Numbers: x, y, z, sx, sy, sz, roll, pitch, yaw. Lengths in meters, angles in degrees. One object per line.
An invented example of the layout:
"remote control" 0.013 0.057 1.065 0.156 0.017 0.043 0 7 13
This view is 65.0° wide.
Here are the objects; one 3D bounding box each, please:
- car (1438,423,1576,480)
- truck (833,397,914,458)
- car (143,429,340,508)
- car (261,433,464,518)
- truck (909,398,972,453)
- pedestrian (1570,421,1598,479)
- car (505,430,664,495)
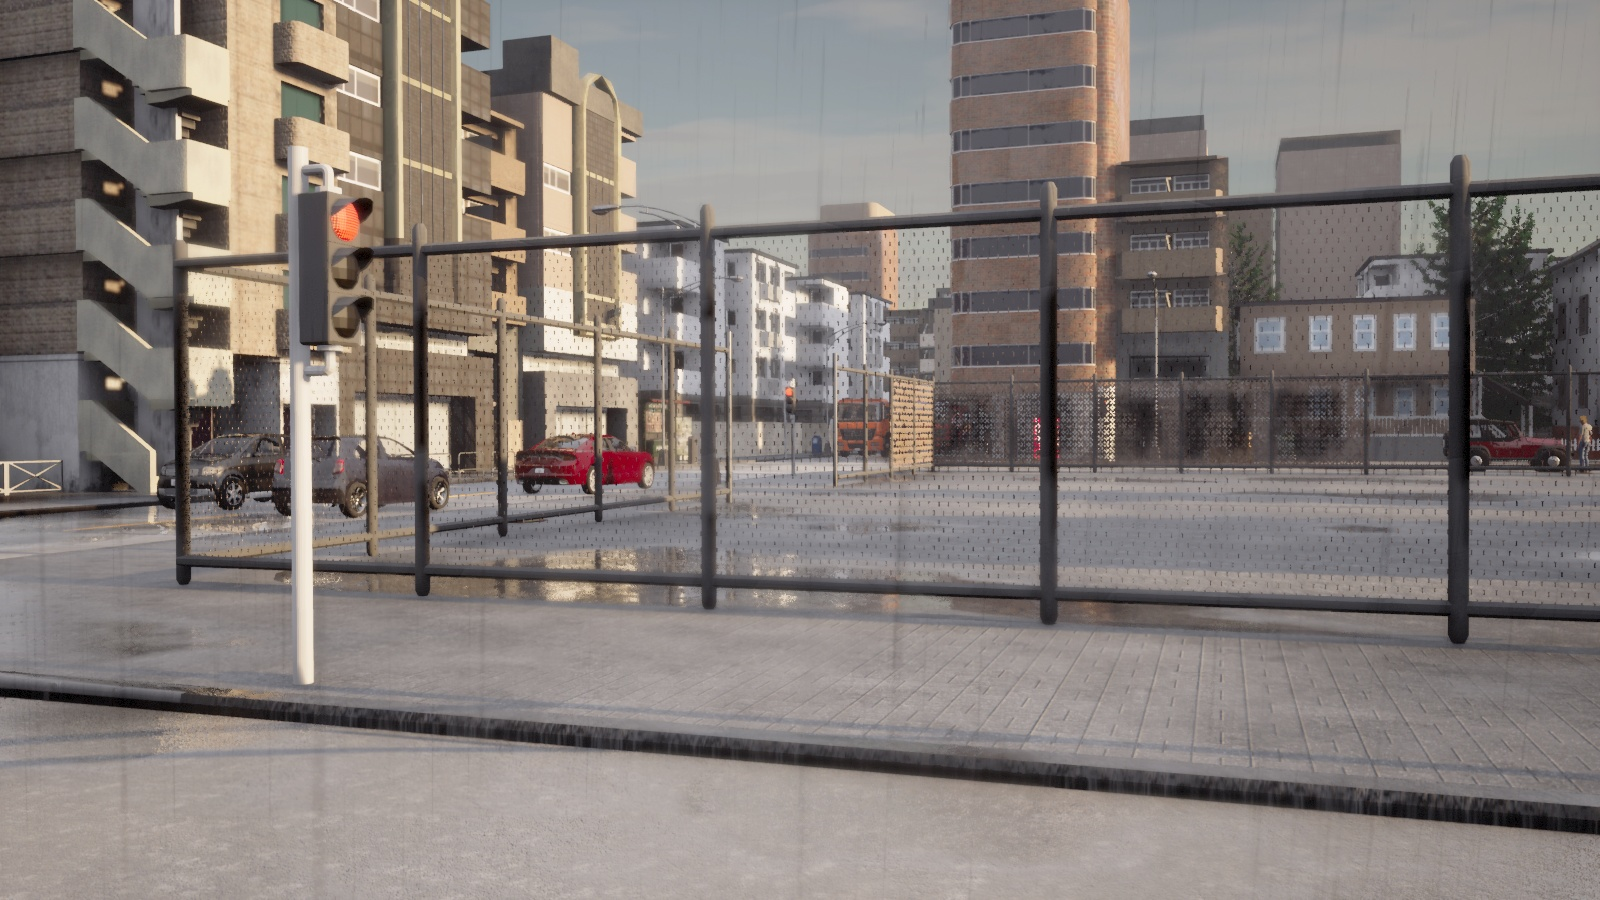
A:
"car" 24.331 0.020 43.354 3.866 1.878 1.905 1 1 19
"truck" 4.478 -1.336 74.755 2.891 3.462 7.936 1 1 18
"car" -11.709 0.336 26.584 1.789 1.549 3.705 1 1 18
"car" -8.307 0.422 24.160 1.845 1.501 3.633 1 1 19
"truck" 10.383 -1.776 92.243 2.891 3.827 8.468 1 1 18
"pedestrian" 25.092 -0.020 40.190 0.354 1.836 0.706 0 1 -14
"car" -5.473 0.262 32.603 1.882 1.535 5.008 1 1 19
